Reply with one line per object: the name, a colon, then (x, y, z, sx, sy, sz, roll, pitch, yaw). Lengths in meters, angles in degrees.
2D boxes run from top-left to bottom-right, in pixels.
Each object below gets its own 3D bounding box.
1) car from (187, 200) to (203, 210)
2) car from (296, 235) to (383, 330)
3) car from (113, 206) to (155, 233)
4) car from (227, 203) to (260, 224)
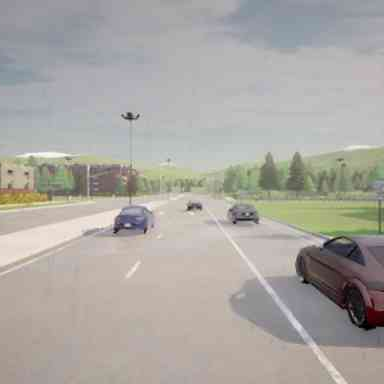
car: (0.353, 1.610, 42.013, 1.895, 1.301, 4.718, 0, 0, 0)
car: (3.657, 1.569, 6.925, 1.994, 1.385, 4.181, 0, 0, 0)
car: (-3.287, 1.527, 19.373, 1.812, 1.442, 4.674, 0, 0, 0)
car: (3.746, 1.557, 24.849, 2.033, 1.411, 5.357, 0, 0, 0)
